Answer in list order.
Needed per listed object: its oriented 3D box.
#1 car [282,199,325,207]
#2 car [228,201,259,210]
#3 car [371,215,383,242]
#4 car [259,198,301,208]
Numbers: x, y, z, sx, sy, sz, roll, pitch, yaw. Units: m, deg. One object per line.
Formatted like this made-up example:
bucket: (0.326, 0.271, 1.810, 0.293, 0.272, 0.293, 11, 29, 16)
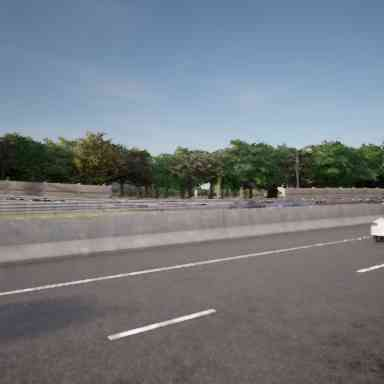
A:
car: (10.041, 1.566, 28.330, 4.181, 1.385, 1.994, 0, 0, -35)
car: (5.612, 1.567, 33.769, 4.181, 1.385, 1.994, 0, 0, -35)
car: (9.938, 1.528, 15.129, 4.674, 1.442, 1.812, 0, 0, -36)
car: (8.984, 1.355, 31.870, 4.553, 1.767, 2.097, 0, 0, -35)
